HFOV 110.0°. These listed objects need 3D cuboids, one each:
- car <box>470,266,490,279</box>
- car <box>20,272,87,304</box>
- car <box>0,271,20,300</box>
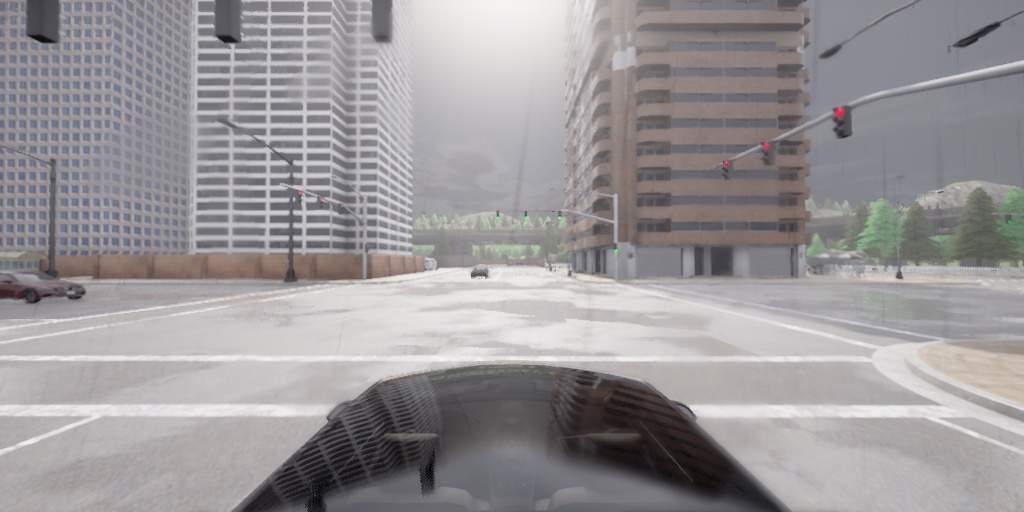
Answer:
[{"bbox_3d":[-3.506,1.811,39.788,1.895,1.301,4.718,0,-1,0],"label":"car"},{"bbox_3d":[-23.362,1.466,17.113,4.674,1.442,1.812,1,-1,0],"label":"car"},{"bbox_3d":[-22.675,1.388,13.589,4.902,1.511,2.128,0,-1,0],"label":"car"}]
